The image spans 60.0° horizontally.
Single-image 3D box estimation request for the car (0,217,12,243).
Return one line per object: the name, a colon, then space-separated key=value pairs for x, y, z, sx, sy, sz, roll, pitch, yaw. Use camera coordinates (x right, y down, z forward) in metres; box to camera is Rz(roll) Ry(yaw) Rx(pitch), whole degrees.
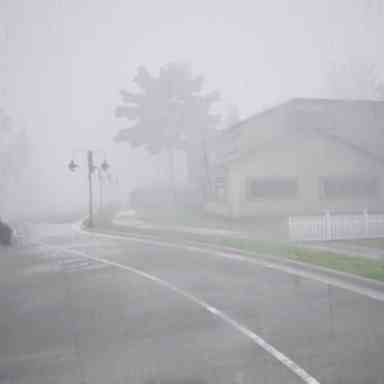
car: x=-9.952 y=1.659 z=15.604 sx=1.994 sy=1.385 sz=4.181 roll=-1 pitch=0 yaw=-41
